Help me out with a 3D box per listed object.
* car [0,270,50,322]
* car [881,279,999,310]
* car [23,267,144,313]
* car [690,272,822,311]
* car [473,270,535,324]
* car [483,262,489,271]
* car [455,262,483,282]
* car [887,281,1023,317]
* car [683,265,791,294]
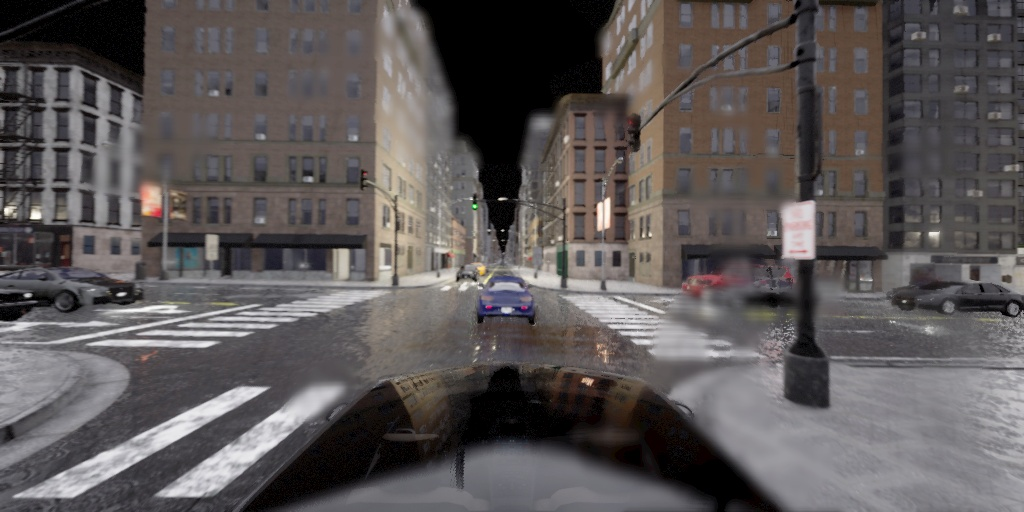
[{"bbox_3d":[-15.239,1.088,9.021,4.718,1.301,1.895,1,-1,1],"label":"car"},{"bbox_3d":[23.526,2.089,19.849,4.181,1.385,1.994,1,-1,-1],"label":"car"},{"bbox_3d":[-15.370,1.081,12.271,4.181,1.385,1.994,1,-1,-1],"label":"car"},{"bbox_3d":[11.233,1.688,16.322,4.902,1.511,2.128,1,-1,-1],"label":"car"},{"bbox_3d":[-0.218,1.410,12.620,1.812,1.442,4.674,1,-1,-2],"label":"car"},{"bbox_3d":[-4.156,1.583,42.337,1.882,1.535,5.008,0,0,-1],"label":"car"},{"bbox_3d":[-3.929,1.518,32.324,1.837,1.490,4.892,0,-1,-2],"label":"car"},{"bbox_3d":[20.486,1.920,16.531,4.892,1.490,1.837,1,-1,-1],"label":"car"},{"bbox_3d":[12.416,1.479,19.625,5.566,2.045,2.150,1,-1,-3],"label":"car"}]
